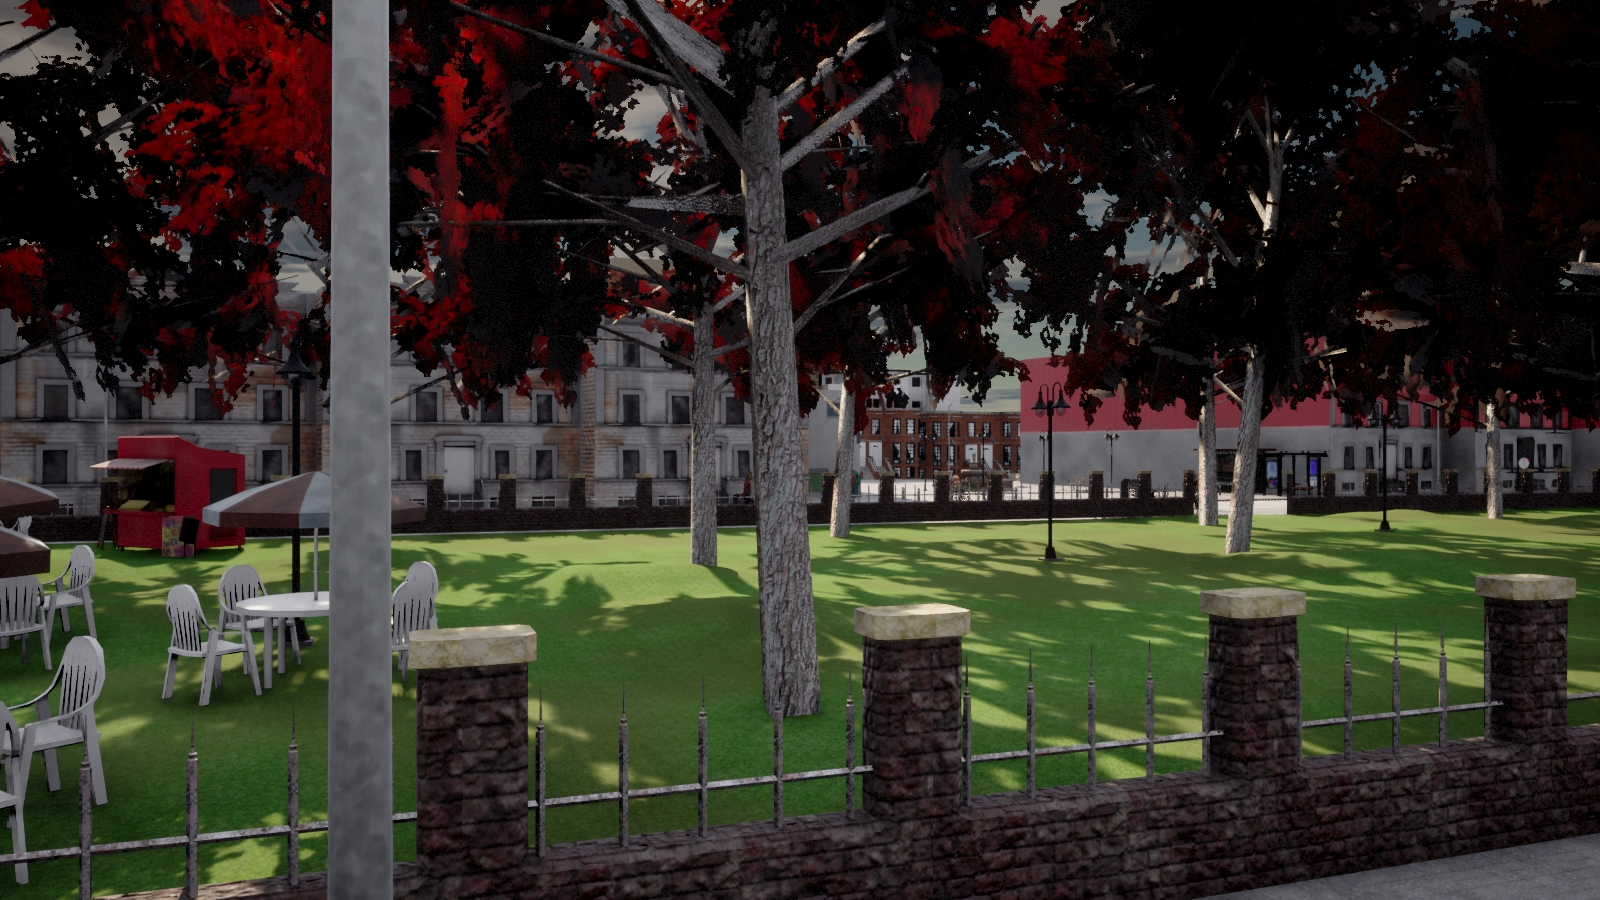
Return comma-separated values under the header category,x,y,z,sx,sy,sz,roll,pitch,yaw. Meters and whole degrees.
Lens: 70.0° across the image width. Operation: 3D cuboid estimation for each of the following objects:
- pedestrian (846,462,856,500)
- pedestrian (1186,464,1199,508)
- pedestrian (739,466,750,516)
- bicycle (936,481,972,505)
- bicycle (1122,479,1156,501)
category,x,y,z,sx,sy,sz,roll,pitch,yaw
pedestrian,2.536,1.533,57.074,0.375,1.860,0.375,0,0,-23
pedestrian,16.732,1.538,48.658,0.375,1.860,0.375,0,0,-13
pedestrian,-2.065,1.530,42.694,0.375,1.860,0.375,0,0,-8
bicycle,7.385,2.046,54.698,1.487,1.080,0.859,0,0,-20
bicycle,17.308,2.050,58.351,1.487,1.080,0.859,0,0,-20
